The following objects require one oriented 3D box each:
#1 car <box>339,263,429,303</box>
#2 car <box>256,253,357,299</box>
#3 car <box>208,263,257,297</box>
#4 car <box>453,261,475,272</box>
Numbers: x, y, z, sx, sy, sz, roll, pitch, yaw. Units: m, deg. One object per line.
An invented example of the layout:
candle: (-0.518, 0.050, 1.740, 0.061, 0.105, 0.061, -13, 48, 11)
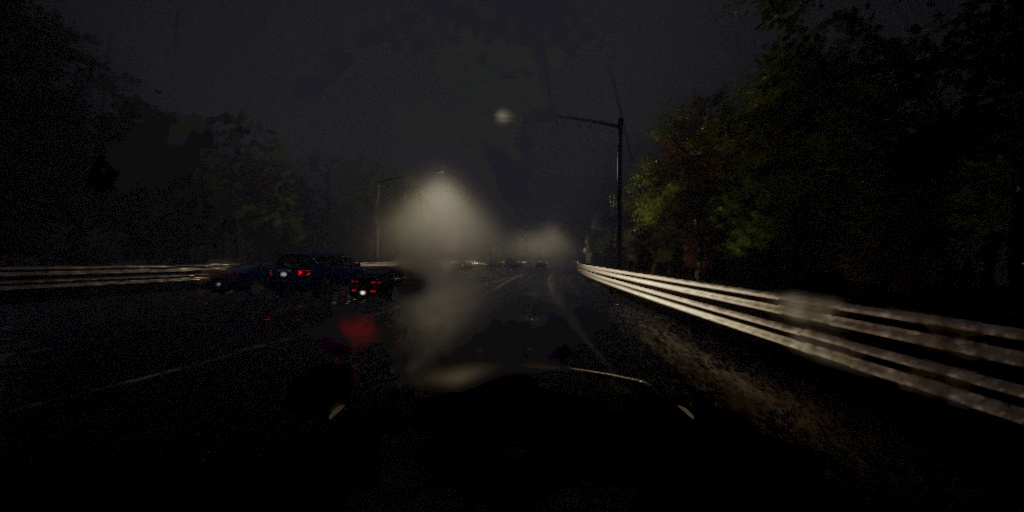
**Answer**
car: (-5.510, 1.231, 16.694, 1.837, 1.490, 4.892, 2, 0, 11)
car: (-8.948, 0.884, 17.456, 2.150, 2.045, 5.566, 1, 0, 11)
car: (-12.386, 1.111, 18.131, 1.882, 1.535, 5.008, 1, 0, 11)
car: (-6.520, 1.444, 49.242, 2.128, 1.511, 4.902, 0, 0, 11)
